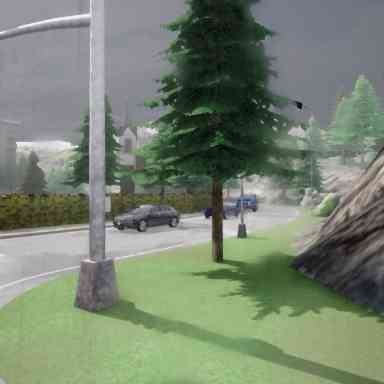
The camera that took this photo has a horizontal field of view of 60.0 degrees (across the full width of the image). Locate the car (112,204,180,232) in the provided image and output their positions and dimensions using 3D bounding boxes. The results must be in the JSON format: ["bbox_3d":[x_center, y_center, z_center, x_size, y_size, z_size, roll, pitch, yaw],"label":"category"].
[{"bbox_3d":[-2.655,1.505,20.337,1.837,1.490,4.892,0,0,35],"label":"car"}]

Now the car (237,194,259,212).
[{"bbox_3d":[6.522,1.221,38.802,2.150,2.045,5.566,0,0,16],"label":"car"}]

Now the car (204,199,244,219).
[{"bbox_3d":[2.723,1.601,29.124,1.895,1.301,4.718,0,0,26],"label":"car"}]
